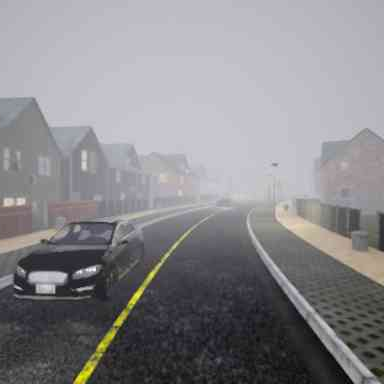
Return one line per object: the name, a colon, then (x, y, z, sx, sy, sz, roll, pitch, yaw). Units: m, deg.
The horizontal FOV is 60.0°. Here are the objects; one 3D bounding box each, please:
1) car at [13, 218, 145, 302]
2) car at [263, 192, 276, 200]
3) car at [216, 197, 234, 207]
car: (-2.452, 1.455, 8.366, 2.128, 1.511, 4.902, 0, 0, 4)
car: (18.400, 0.904, 80.147, 2.097, 1.767, 4.553, 0, 0, 18)
car: (4.661, 1.353, 46.703, 1.994, 1.385, 4.181, 0, 0, 18)
